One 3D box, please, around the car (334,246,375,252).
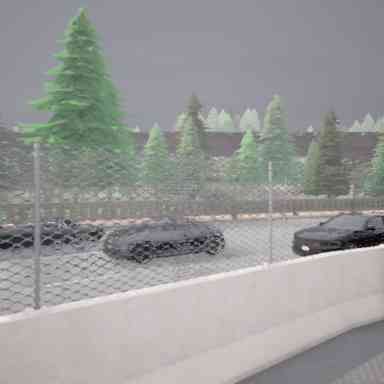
[{"bbox_3d":[5.624,1.434,11.270,5.008,1.535,1.882,0,0,-28],"label":"car"}]
